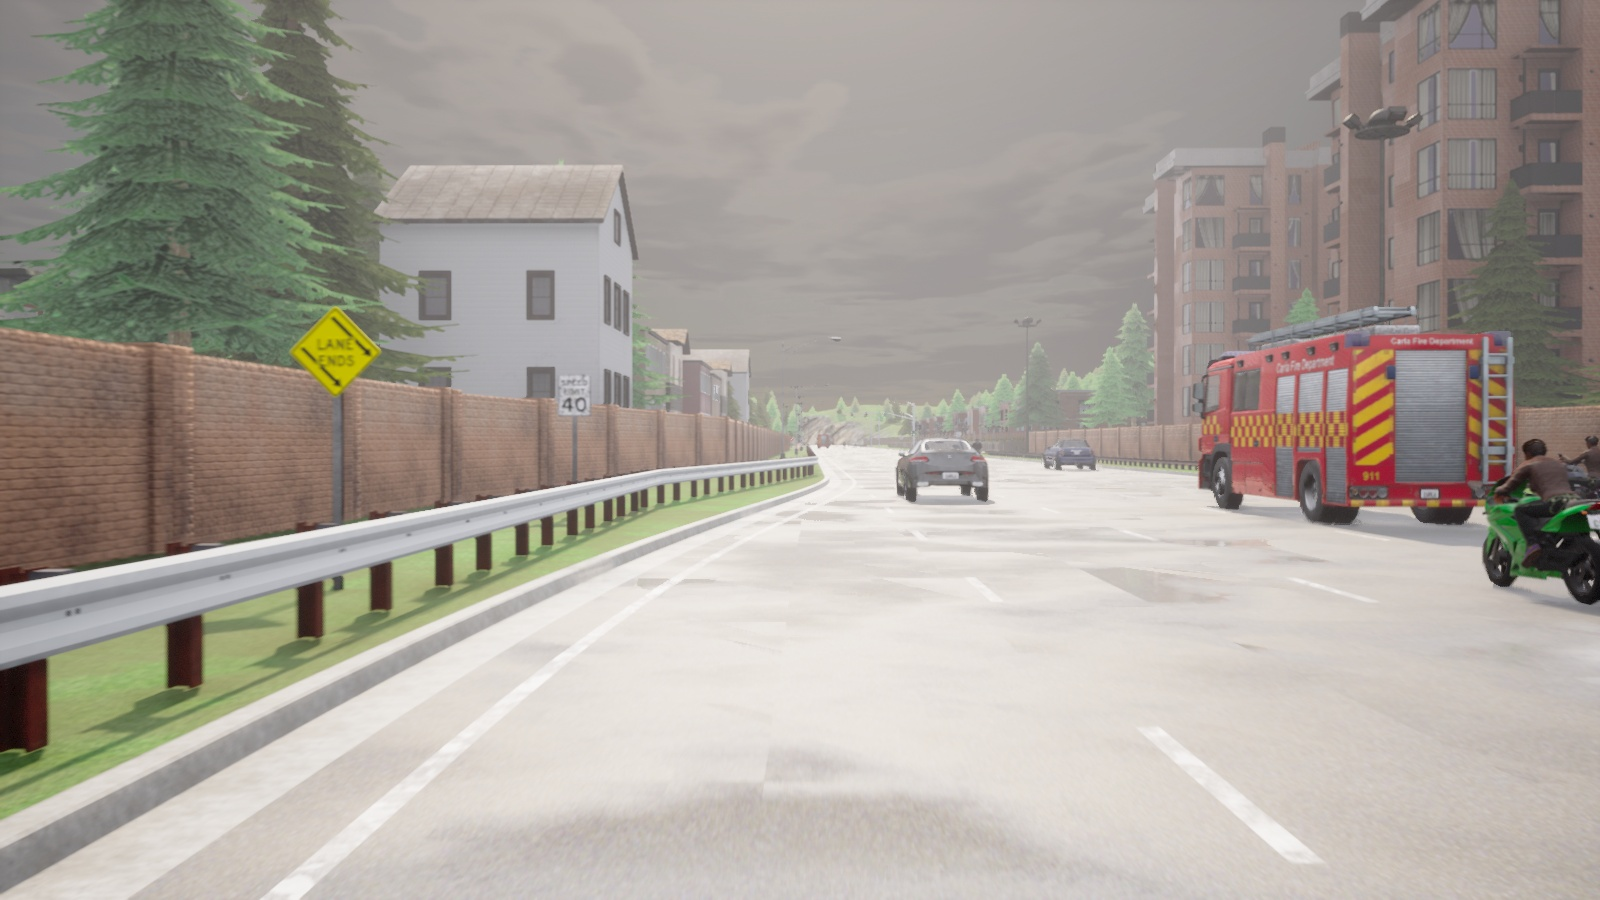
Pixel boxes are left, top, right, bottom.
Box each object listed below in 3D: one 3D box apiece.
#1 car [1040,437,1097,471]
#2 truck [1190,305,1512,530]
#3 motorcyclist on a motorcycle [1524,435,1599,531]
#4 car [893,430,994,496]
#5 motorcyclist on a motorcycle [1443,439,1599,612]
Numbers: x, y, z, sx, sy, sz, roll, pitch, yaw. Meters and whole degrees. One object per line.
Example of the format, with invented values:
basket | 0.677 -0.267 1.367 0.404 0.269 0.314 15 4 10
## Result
car | 14.462 0.174 67.827 2.097 1.767 4.553 0 0 0
truck | 10.688 -0.577 25.621 2.891 3.827 8.468 0 0 0
motorcyclist on a motorcycle | 14.168 0.560 22.735 0.766 1.649 2.350 0 0 0
car | 3.739 0.308 33.653 2.152 1.651 5.027 0 0 0
motorcyclist on a motorcycle | 7.099 0.655 12.076 0.797 1.523 2.044 0 0 0
